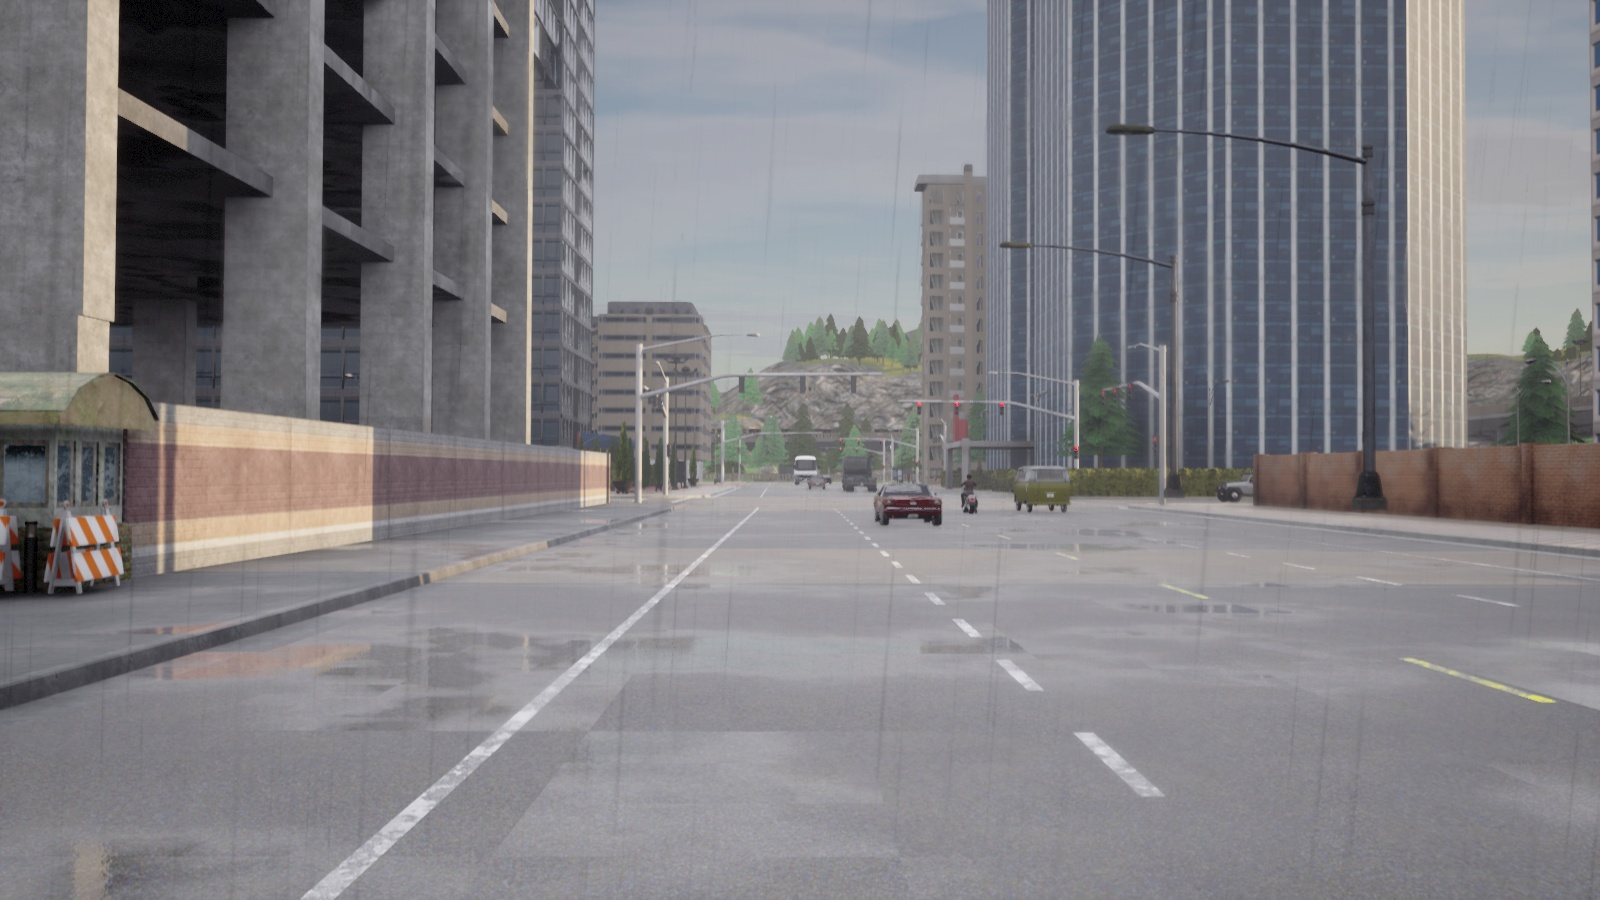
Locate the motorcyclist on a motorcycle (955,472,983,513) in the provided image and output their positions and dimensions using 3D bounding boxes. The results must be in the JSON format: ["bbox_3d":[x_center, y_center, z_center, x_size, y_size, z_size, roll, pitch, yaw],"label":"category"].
[{"bbox_3d":[6.871,1.717,51.151,0.766,1.649,2.350,0,-1,0],"label":"motorcyclist on a motorcycle"}]

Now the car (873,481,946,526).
[{"bbox_3d":[3.403,1.666,39.844,1.895,1.301,4.718,0,-1,0],"label":"car"}]

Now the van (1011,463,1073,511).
[{"bbox_3d":[10.356,1.560,53.980,1.775,1.987,4.442,0,-1,0],"label":"van"}]

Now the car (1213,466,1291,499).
[{"bbox_3d":[26.650,1.922,74.134,3.866,1.878,1.905,0,-1,0],"label":"car"}]
